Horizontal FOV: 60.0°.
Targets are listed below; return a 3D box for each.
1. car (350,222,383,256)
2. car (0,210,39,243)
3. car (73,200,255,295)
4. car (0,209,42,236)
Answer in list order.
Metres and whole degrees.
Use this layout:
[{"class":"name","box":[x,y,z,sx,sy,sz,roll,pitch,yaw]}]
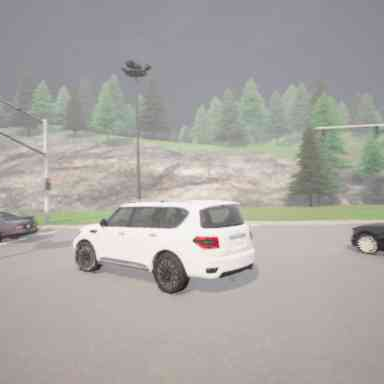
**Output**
[{"class":"car","box":[7.406,1.294,10.127,1.882,1.535,5.008,-1,0,-33]},{"class":"car","box":[-10.638,1.812,16.745,5.357,1.411,2.033,-1,0,4]},{"class":"car","box":[-1.014,1.247,9.084,5.566,2.045,2.150,-1,-1,41]},{"class":"car","box":[-11.787,1.819,20.036,4.674,1.442,1.812,-1,0,2]}]
